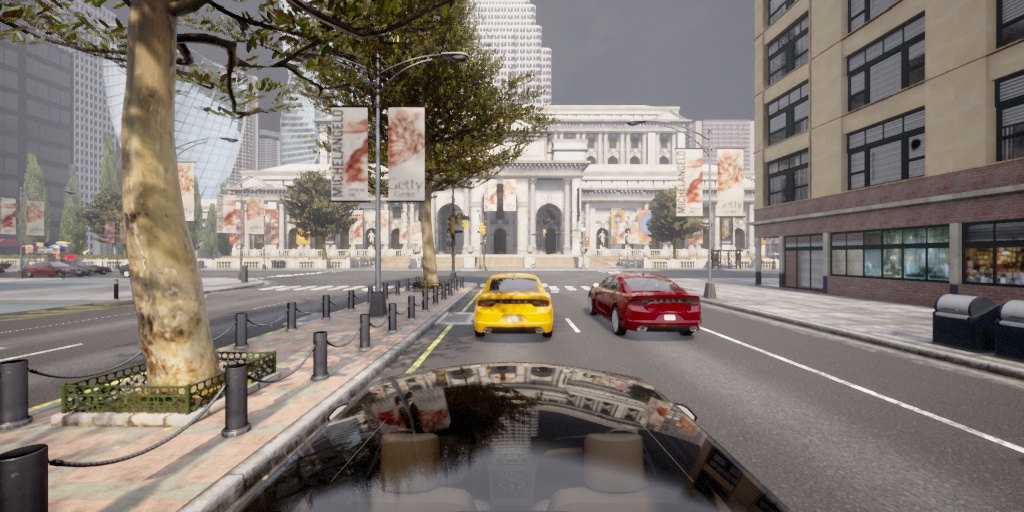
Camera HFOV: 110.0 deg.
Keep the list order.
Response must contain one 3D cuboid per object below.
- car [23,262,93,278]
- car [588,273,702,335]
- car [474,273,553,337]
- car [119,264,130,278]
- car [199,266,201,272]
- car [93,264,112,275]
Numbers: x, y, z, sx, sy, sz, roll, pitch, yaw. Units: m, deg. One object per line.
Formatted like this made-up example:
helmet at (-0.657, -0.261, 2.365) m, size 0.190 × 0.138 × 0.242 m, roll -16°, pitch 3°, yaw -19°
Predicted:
car at (-43.381, 1.275, 33.967) m, size 4.674 × 1.442 × 1.812 m, roll 0°, pitch 0°, yaw -1°
car at (3.557, 1.227, 10.517) m, size 1.882 × 1.535 × 5.008 m, roll 0°, pitch 0°, yaw 0°
car at (0.055, 1.227, 10.338) m, size 1.882 × 1.535 × 5.008 m, roll 0°, pitch 0°, yaw 0°
car at (-34.182, 1.254, 34.000) m, size 4.892 × 1.490 × 1.837 m, roll 0°, pitch 0°, yaw 0°
car at (-35.480, 1.226, 37.499) m, size 5.008 × 1.535 × 1.882 m, roll 0°, pitch 0°, yaw 0°
car at (-45.304, 1.296, 37.460) m, size 5.357 × 1.411 × 2.033 m, roll 0°, pitch 0°, yaw 0°
